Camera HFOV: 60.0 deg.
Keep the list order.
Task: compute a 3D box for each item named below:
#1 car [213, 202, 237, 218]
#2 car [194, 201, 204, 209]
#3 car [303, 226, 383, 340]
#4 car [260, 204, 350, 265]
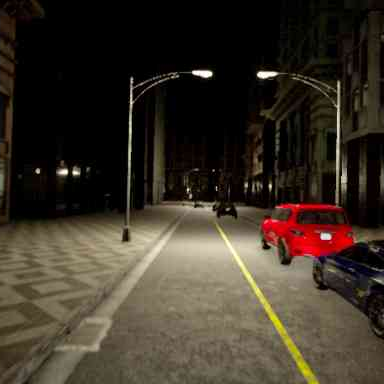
[{"bbox_3d":[3.790,1.909,36.841,2.097,1.767,4.553,1,-1,2],"label":"car"},{"bbox_3d":[1.282,2.383,61.252,2.033,1.411,5.357,1,-1,1],"label":"car"},{"bbox_3d":[3.959,1.701,6.705,1.812,1.442,4.674,1,-1,1],"label":"car"},{"bbox_3d":[4.102,1.477,12.737,2.150,2.045,5.566,1,-1,1],"label":"car"}]
